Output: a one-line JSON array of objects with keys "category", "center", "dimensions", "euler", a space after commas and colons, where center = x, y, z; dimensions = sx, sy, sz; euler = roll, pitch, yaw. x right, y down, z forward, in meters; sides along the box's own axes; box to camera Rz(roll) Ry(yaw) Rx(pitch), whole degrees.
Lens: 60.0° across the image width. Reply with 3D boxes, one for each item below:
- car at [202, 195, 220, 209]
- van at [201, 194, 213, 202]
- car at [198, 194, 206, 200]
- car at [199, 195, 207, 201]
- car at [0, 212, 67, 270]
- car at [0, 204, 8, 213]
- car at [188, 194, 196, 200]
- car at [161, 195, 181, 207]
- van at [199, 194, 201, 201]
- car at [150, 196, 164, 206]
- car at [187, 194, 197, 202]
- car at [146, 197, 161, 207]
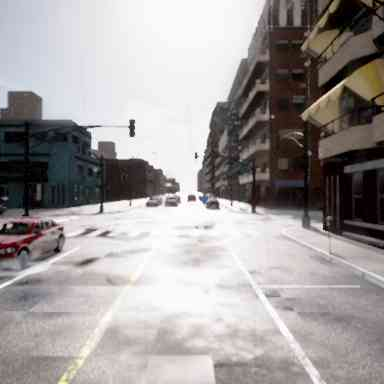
[{"category": "car", "center": [2.679, 1.463, 43.503], "dimensions": [2.008, 1.369, 4.403], "euler": [1, 0, 0]}, {"category": "van", "center": [2.679, 1.238, 49.082], "dimensions": [1.690, 1.788, 3.998], "euler": [1, 0, 0]}, {"category": "car", "center": [2.655, 1.346, 88.149], "dimensions": [1.947, 1.339, 4.313], "euler": [1, 0, 0]}, {"category": "car", "center": [2.658, 1.365, 82.568], "dimensions": [1.947, 1.339, 4.313], "euler": [1, 0, 0]}, {"category": "car", "center": [-5.652, 1.527, 10.979], "dimensions": [1.887, 1.381, 4.507], "euler": [1, 0, 0]}, {"category": "car", "center": [-19.734, 1.642, 31.285], "dimensions": [4.403, 1.369, 2.008], "euler": [0, 0, 1]}, {"category": "car", "center": [-0.046, 1.224, 83.440], "dimensions": [1.895, 1.301, 4.718], "euler": [0, 0, 0]}, {"category": "car", "center": [-3.099, 1.374, 49.263], "dimensions": [1.882, 1.535, 5.008], "euler": [0, 0, 0]}, {"category": "van", "center": [2.673, 1.209, 60.245], "dimensions": [1.690, 1.788, 3.998], "euler": [1, 0, 0]}, {"category": "car", "center": [-5.708, 1.427, 54.623], "dimensions": [1.887, 1.381, 4.507], "euler": [1, 0, 0]}, {"category": "car", "center": [-0.039, 1.176, 73.372], "dimensions": [2.097, 1.767, 4.553], "euler": [0, 0, 0]}, {"category": "car", "center": [-5.705, 1.479, 49.043], "dimensions": [1.802, 1.307, 4.206], "euler": [1, 0, 0]}]
